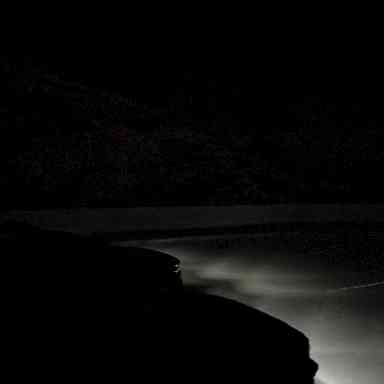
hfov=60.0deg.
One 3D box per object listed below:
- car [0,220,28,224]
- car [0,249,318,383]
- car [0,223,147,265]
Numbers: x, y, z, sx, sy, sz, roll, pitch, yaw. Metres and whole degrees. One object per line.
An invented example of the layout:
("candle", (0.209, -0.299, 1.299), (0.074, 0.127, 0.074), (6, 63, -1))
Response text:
("car", (-4.979, 1.475, 8.833), (5.357, 1.411, 2.033), (0, 0, -31))
("car", (-1.342, 1.524, 2.789), (5.357, 1.411, 2.033), (0, 0, -32))
("car", (-2.525, 1.432, 5.900), (5.008, 1.535, 1.882), (0, 0, -33))
